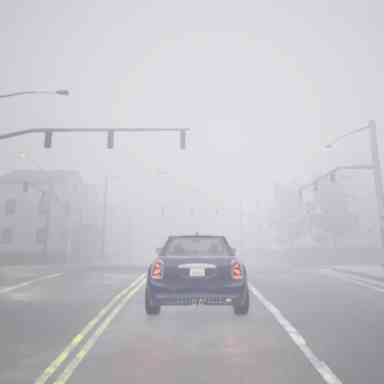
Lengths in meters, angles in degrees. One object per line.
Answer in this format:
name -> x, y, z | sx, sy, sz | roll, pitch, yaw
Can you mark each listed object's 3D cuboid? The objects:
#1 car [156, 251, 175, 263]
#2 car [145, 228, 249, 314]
car -> -3.578, 8.834, 45.325 | 2.128, 1.511, 4.902 | 0, -11, 0
car -> 0.102, 1.826, 8.563 | 2.097, 1.767, 4.553 | 0, -7, 0
